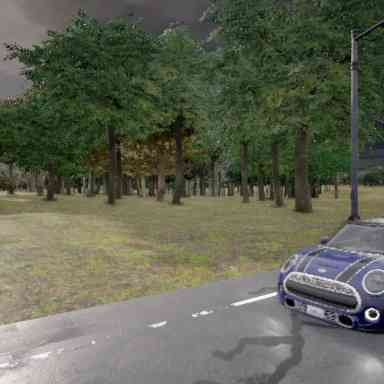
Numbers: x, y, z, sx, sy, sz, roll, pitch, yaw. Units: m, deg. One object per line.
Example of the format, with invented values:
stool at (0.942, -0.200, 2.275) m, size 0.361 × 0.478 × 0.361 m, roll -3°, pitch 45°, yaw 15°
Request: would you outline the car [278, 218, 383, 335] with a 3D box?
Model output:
car at (3.833, 1.351, 6.722) m, size 4.553 × 1.767 × 2.097 m, roll 0°, pitch 0°, yaw -35°
